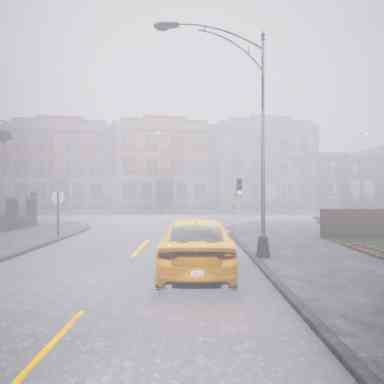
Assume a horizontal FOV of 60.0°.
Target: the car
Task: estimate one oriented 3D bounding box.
[{"bbox_3d":[0.107,1.481,9.192,1.882,1.535,5.008,0,0,0],"label":"car"}]
